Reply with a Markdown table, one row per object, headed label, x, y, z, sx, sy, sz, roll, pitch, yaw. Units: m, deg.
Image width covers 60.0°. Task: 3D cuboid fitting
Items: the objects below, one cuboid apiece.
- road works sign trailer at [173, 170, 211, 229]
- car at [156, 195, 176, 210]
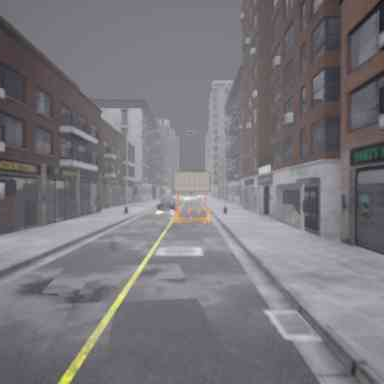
| label | x | y | z | sx | sy | sz | roll | pitch | yaw |
| --- | --- | --- | --- | --- | --- | --- | --- | --- | --- |
| road works sign trailer | 0.002 | 0.405 | 21.149 | 2.380 | 3.560 | 2.880 | 0 | 0 | 0 |
| car | -3.081 | 1.232 | 40.265 | 2.097 | 1.767 | 4.553 | 0 | 0 | 0 |
